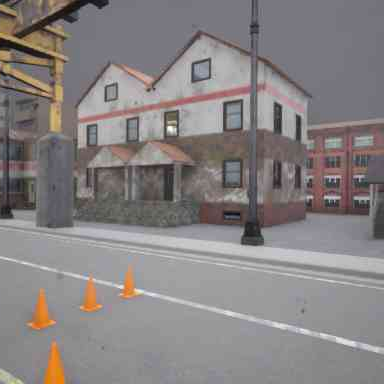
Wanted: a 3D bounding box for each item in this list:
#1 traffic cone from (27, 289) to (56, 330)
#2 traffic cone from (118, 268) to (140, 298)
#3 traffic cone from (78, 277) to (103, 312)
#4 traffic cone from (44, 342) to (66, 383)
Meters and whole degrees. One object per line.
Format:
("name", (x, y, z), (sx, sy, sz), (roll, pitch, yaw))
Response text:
("traffic cone", (-2.546, 1.949, 5.630), (0.340, 0.580, 0.340), (0, 0, 36))
("traffic cone", (-1.375, 1.949, 7.251), (0.340, 0.580, 0.340), (0, 0, 36))
("traffic cone", (-1.960, 1.949, 6.441), (0.340, 0.580, 0.340), (0, 0, 36))
("traffic cone", (-1.509, 1.952, 3.648), (0.340, 0.580, 0.340), (0, 0, 36))
